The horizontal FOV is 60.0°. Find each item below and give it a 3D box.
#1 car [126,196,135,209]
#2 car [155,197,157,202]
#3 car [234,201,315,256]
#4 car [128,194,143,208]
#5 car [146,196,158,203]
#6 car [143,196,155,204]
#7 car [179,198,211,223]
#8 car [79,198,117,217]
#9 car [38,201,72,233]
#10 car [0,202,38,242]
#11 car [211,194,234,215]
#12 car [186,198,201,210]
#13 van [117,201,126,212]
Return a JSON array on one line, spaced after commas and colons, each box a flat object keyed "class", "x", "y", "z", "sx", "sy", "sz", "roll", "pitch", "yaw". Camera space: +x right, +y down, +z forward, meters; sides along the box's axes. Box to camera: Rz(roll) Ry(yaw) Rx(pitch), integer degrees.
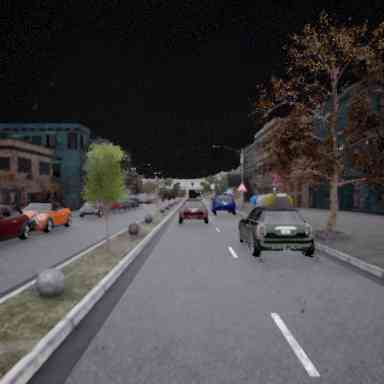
[{"class": "car", "x": -8.844, "y": 1.522, "z": 41.577, "sx": 2.002, "sy": 1.452, "sz": 4.674, "roll": 0, "pitch": 0, "yaw": 0}, {"class": "car", "x": -8.939, "y": 1.598, "z": 69.062, "sx": 2.231, "sy": 1.521, "sz": 4.892, "roll": 0, "pitch": 0, "yaw": 0}, {"class": "car", "x": 3.106, "y": 1.334, "z": 13.122, "sx": 2.097, "sy": 1.767, "sz": 4.553, "roll": 0, "pitch": 0, "yaw": 0}, {"class": "car", "x": -8.864, "y": 1.250, "z": 47.066, "sx": 2.435, "sy": 2.045, "sz": 5.566, "roll": 0, "pitch": 0, "yaw": 0}, {"class": "car", "x": -8.958, "y": 1.619, "z": 74.710, "sx": 2.231, "sy": 1.521, "sz": 4.892, "roll": 0, "pitch": 0, "yaw": 0}, {"class": "car", "x": -8.920, "y": 1.603, "z": 63.505, "sx": 2.163, "sy": 1.488, "sz": 4.792, "roll": 0, "pitch": 0, "yaw": 0}, {"class": "car", "x": 0.112, "y": 1.329, "z": 25.358, "sx": 2.097, "sy": 1.767, "sz": 4.553, "roll": 0, "pitch": 0, "yaw": 0}, {"class": "car", "x": -8.807, "y": 1.460, "z": 30.537, "sx": 2.231, "sy": 1.521, "sz": 4.892, "roll": 0, "pitch": 0, "yaw": 0}, {"class": "car", "x": -8.768, "y": 1.331, "z": 19.520, "sx": 2.185, "sy": 1.767, "sz": 4.553, "roll": 0, "pitch": 0, "yaw": 0}, {"class": "car", "x": -8.749, "y": 1.336, "z": 14.000, "sx": 2.185, "sy": 1.767, "sz": 4.553, "roll": 0, "pitch": 0, "yaw": 0}, {"class": "car", "x": 3.117, "y": 1.205, "z": 33.953, "sx": 2.150, "sy": 2.045, "sz": 5.566, "roll": 0, "pitch": 0, "yaw": 0}, {"class": "car", "x": 0.136, "y": 1.491, "z": 43.029, "sx": 1.837, "sy": 1.490, "sz": 4.892, "roll": 0, "pitch": -1, "yaw": -1}, {"class": "van", "x": -8.825, "y": 1.242, "z": 35.935, "sx": 1.878, "sy": 1.987, "sz": 4.442, "roll": 0, "pitch": 0, "yaw": 0}]
